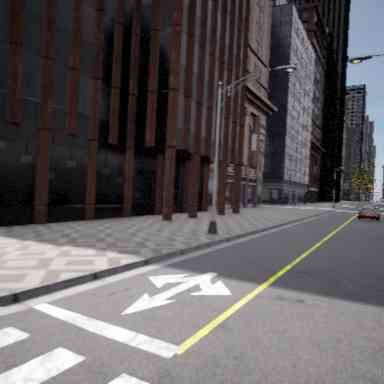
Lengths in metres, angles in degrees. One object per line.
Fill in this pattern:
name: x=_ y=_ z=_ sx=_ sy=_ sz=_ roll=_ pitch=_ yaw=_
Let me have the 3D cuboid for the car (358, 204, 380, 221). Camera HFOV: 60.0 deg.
car: x=18.740 y=2.236 z=35.193 sx=1.994 sy=1.385 sz=4.181 roll=3 pitch=1 yaw=30

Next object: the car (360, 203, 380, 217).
car: x=23.724 y=2.340 z=44.196 sx=2.128 sy=1.511 sz=4.902 roll=3 pitch=1 yaw=29
